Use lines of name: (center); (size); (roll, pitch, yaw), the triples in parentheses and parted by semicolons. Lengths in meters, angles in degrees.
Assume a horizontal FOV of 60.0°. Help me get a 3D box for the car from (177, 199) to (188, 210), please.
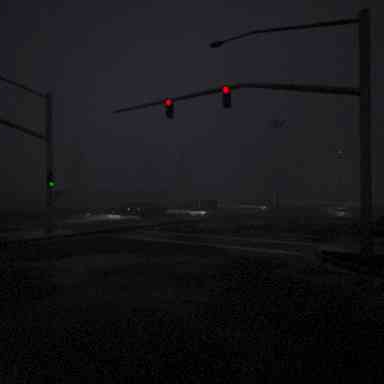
car: (-0.145, 1.767, 48.224); (2.128, 1.511, 4.902); (-1, 0, 36)

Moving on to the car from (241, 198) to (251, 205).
car: (11.128, 1.878, 63.553); (1.895, 1.301, 4.718); (-1, 0, 36)

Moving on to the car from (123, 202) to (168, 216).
car: (-4.756, 1.845, 35.972); (1.895, 1.301, 4.718); (-1, 0, 36)

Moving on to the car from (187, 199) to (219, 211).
car: (1.915, 1.749, 45.119); (1.837, 1.490, 4.892); (-1, -1, 36)

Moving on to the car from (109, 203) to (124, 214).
car: (-7.094, 1.826, 38.703); (2.033, 1.411, 5.357); (-1, 0, 36)

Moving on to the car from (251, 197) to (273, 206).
car: (13.067, 1.750, 60.302); (1.837, 1.490, 4.892); (-1, -1, 37)
